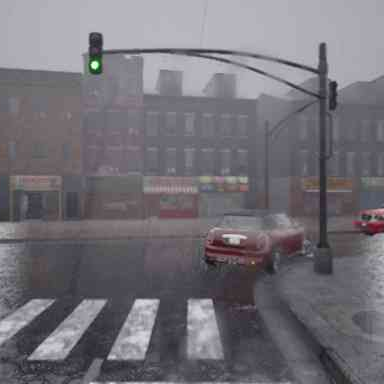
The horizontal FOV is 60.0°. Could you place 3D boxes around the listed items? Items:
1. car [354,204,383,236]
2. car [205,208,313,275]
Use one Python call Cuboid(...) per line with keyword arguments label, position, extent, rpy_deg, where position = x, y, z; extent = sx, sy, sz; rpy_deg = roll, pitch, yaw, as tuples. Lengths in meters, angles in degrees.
Cuboid(label="car", position=(11.057, 1.216, 16.629), extent=(5.566, 2.045, 2.150), rpy_deg=(0, 0, -10))
Cuboid(label="car", position=(2.323, 1.349, 10.856), extent=(2.097, 1.767, 4.553), rpy_deg=(0, 0, 33))
